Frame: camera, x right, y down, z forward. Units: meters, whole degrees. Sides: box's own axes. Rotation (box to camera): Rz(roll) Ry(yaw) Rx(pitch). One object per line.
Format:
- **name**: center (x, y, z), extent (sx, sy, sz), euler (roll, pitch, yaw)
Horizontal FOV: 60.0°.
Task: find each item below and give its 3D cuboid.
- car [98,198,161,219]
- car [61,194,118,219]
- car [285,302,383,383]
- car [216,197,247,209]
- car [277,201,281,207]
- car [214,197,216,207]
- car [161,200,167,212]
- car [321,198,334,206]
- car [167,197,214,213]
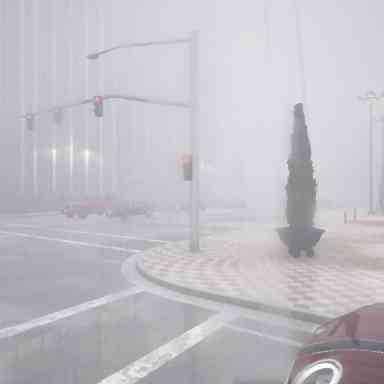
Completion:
- **car**: center (-5.277, 1.492, 28.909), extent (2.128, 1.511, 4.902), euler (0, 0, 35)
- **car**: center (-8.872, 1.221, 29.858), extent (2.150, 2.045, 5.566), euler (0, 0, 35)
- **car**: center (2.862, 1.352, 1.929), extent (4.553, 1.767, 2.097), euler (0, 0, 36)
- **car**: center (5.743, 1.492, 44.700), extent (2.128, 1.511, 4.902), euler (0, 0, 35)
- **car**: center (14.688, 1.564, 51.100), extent (1.994, 1.385, 4.181), euler (0, 0, 35)
- **car**: center (2.660, 1.478, 46.399), extent (1.882, 1.535, 5.008), euler (0, 0, 35)
- **car**: center (-3.169, 1.564, 38.046), extent (1.994, 1.385, 4.181), euler (0, 0, 35)
- **car**: center (22.646, 1.601, 56.400), extent (1.895, 1.301, 4.718), euler (0, 0, 34)
- **car**: center (-0.067, 1.492, 36.381), extent (2.128, 1.511, 4.902), euler (0, 0, 35)
